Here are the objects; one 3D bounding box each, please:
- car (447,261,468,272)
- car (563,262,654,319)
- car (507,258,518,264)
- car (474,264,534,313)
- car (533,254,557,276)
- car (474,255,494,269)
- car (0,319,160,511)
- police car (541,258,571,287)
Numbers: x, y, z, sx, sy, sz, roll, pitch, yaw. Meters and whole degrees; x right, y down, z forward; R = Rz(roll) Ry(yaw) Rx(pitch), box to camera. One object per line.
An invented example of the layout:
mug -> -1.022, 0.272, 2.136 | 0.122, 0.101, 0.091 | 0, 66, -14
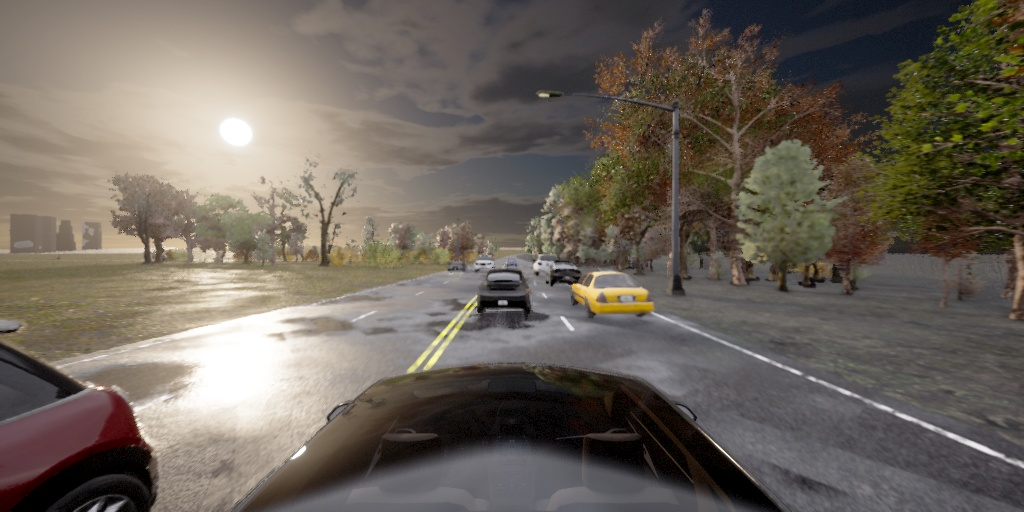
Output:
car -> -6.579, 1.257, 43.574 | 1.994, 1.385, 4.181 | 0, 0, 0
car -> 3.233, 1.172, 12.688 | 1.801, 1.575, 5.366 | -1, 0, 0
car -> -0.010, 1.191, 60.772 | 2.033, 1.411, 5.357 | -2, -1, 0
car -> -0.231, 1.239, 13.942 | 1.837, 1.490, 4.892 | 0, 1, 1
car -> 3.262, 0.891, 34.538 | 2.150, 2.045, 5.566 | 1, -1, 0
car -> -3.327, 0.917, 43.943 | 2.150, 2.045, 5.566 | 0, 0, 0
car -> -3.350, 1.104, 0.346 | 2.097, 1.767, 4.553 | 0, 0, 0
police car -> 3.259, 1.115, 23.617 | 1.930, 1.638, 5.238 | 1, -1, 0
